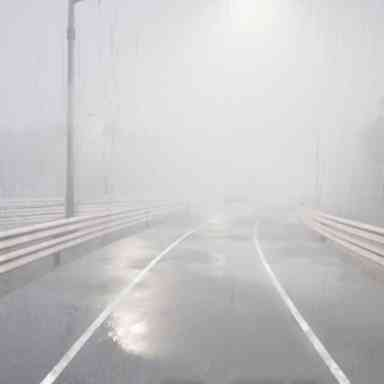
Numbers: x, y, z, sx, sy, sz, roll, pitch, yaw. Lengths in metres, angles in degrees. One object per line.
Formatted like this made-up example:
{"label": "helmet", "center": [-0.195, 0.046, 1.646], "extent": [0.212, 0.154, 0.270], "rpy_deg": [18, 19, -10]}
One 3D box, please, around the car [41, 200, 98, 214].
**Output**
{"label": "car", "center": [-10.701, 1.459, 29.454], "extent": [1.882, 1.535, 5.008], "rpy_deg": [1, 2, 40]}

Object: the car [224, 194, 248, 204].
{"label": "car", "center": [6.640, 0.969, 50.331], "extent": [1.812, 1.442, 4.674], "rpy_deg": [1, 2, 40]}

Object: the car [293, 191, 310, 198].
{"label": "car", "center": [23.267, 0.506, 70.351], "extent": [1.895, 1.301, 4.718], "rpy_deg": [1, 2, 40]}
